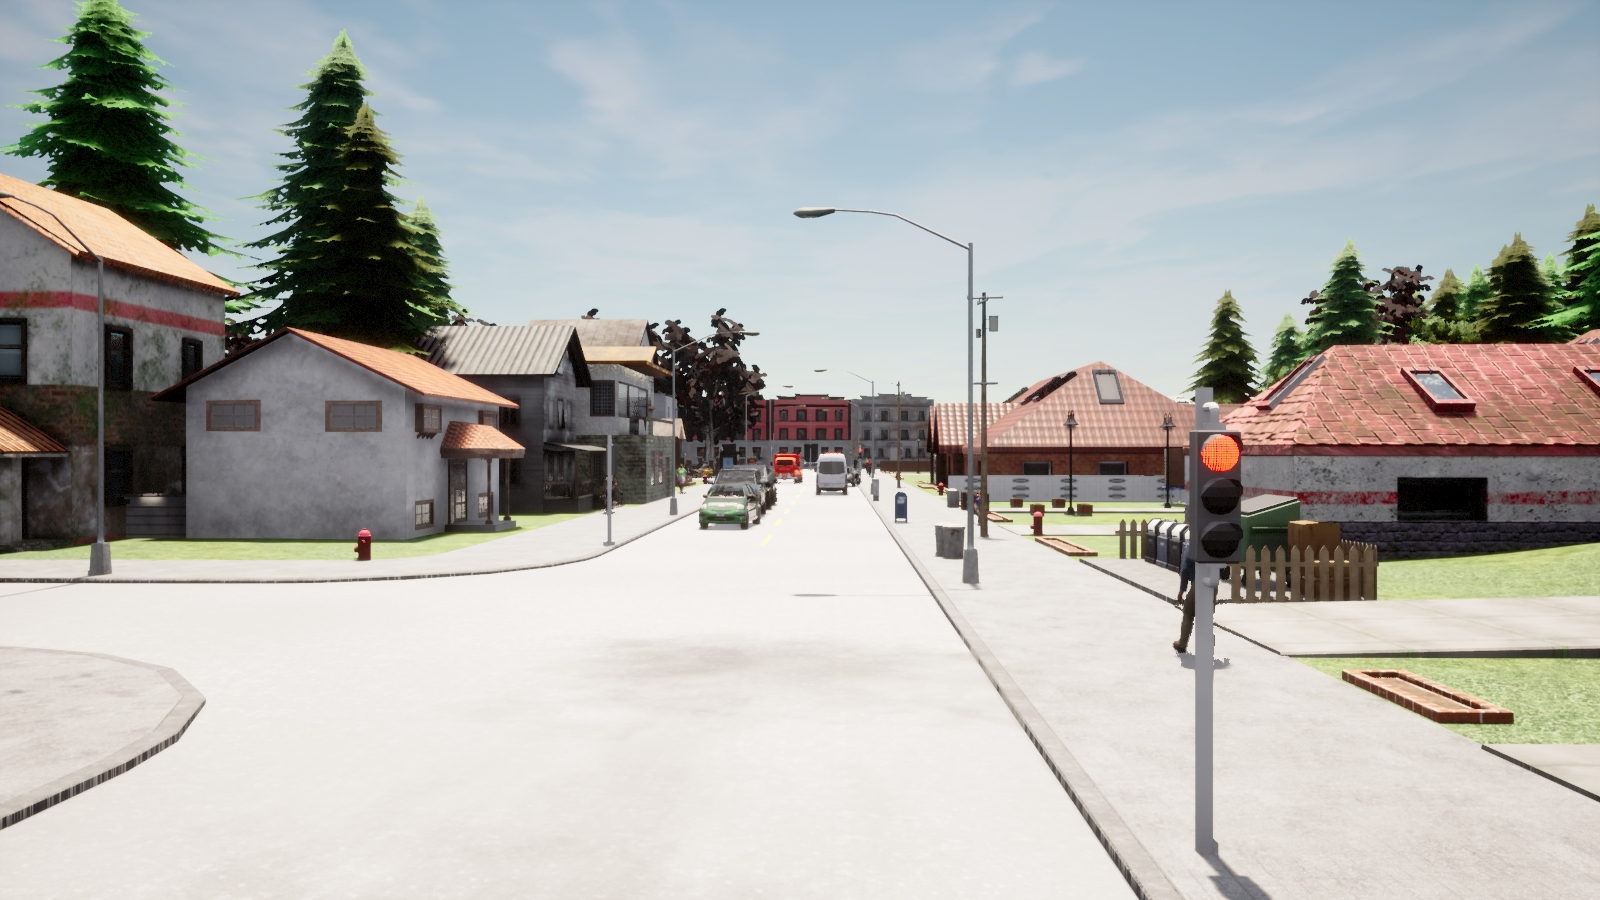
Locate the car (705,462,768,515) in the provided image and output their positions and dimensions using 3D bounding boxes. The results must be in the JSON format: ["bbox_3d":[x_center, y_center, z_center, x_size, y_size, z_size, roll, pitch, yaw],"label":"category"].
[{"bbox_3d":[-2.626,1.559,48.404,2.150,2.045,5.566,0,0,2],"label":"car"}]

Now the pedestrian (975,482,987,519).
[{"bbox_3d":[6.429,1.803,40.562,0.375,1.300,0.375,0,0,5],"label":"pedestrian"}]

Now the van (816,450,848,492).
[{"bbox_3d":[2.035,1.315,73.194,1.988,2.561,5.915,0,0,2],"label":"van"}]

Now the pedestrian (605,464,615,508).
[{"bbox_3d":[-8.026,1.525,48.294,0.375,1.860,0.375,0,0,1],"label":"pedestrian"}]

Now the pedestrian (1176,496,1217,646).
[{"bbox_3d":[5.039,1.524,14.527,0.375,1.860,0.375,0,0,-4],"label":"pedestrian"}]

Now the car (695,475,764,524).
[{"bbox_3d":[-2.533,1.779,41.798,1.851,1.617,3.988,0,0,7],"label":"car"}]

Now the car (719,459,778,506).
[{"bbox_3d":[-2.451,1.534,55.813,2.390,2.098,6.274,0,0,2],"label":"car"}]

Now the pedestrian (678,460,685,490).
[{"bbox_3d":[-7.292,1.524,70.280,0.375,1.860,0.375,0,0,-3],"label":"pedestrian"}]
